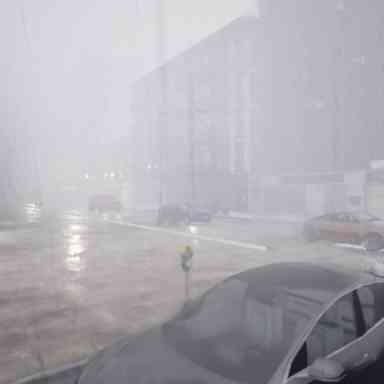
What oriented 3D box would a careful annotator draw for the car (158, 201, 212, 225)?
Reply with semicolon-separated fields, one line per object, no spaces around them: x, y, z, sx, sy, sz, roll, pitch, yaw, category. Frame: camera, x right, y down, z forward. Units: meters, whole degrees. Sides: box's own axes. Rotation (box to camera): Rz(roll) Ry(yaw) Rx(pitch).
-0.564;1.436;23.951;1.882;1.535;5.008;-1;0;-36;car

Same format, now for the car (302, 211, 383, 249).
6.694;1.489;13.760;1.994;1.385;4.181;-1;0;-35;car

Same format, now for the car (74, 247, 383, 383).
0.982;1.547;3.512;4.313;1.339;1.947;0;0;-35;car

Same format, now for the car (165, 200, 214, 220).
-0.329;1.466;28.702;1.812;1.442;4.674;-1;0;-35;car

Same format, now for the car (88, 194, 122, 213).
-9.715;1.225;36.802;2.150;2.045;5.566;-1;0;-35;car
